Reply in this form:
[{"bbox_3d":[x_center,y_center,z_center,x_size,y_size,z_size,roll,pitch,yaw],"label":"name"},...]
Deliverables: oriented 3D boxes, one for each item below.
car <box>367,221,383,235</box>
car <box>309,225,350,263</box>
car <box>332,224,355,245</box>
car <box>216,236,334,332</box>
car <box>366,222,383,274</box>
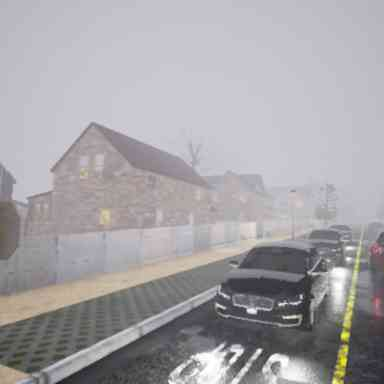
[{"bbox_3d":[22.569,4.400,40.860,1.882,1.535,5.008,-1,-4,27],"label":"car"},{"bbox_3d":[6.939,2.672,17.224,1.837,1.490,4.892,-1,-4,27],"label":"car"},{"bbox_3d":[11.949,3.364,26.818,1.837,1.490,4.892,-1,-4,28],"label":"car"},{"bbox_3d":[2.176,2.014,8.075,1.837,1.490,4.892,-1,-4,27],"label":"car"},{"bbox_3d":[8.501,2.327,13.799,2.097,1.767,4.553,-1,-4,27],"label":"car"}]
